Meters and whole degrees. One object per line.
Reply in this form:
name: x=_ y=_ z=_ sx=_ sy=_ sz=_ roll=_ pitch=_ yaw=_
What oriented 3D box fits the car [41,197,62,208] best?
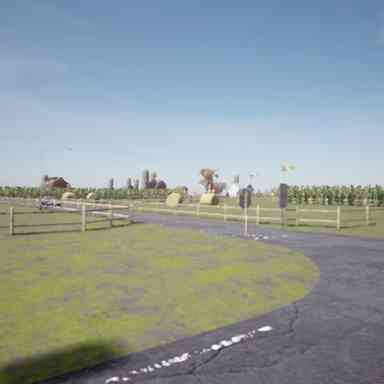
car: x=-20.557 y=1.491 z=48.482 sx=2.128 sy=1.511 sz=4.902 roll=2 pitch=-1 yaw=-40
